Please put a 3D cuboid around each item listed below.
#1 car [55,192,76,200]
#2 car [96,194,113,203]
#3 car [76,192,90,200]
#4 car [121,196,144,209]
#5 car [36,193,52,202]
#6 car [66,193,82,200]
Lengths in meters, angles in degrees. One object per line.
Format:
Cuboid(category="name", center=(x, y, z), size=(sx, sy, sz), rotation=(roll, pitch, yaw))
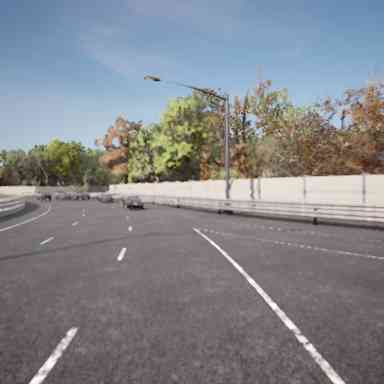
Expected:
Cuboid(category="car", center=(-25.050, 0.857, 64.637), size=(2.033, 1.411, 5.357), rotation=(-1, 1, -38))
Cuboid(category="car", center=(-14.330, 0.999, 54.216), size=(2.128, 1.511, 4.902), rotation=(-1, 1, -29))
Cuboid(category="car", center=(-21.883, 0.797, 66.339), size=(1.837, 1.490, 4.892), rotation=(-1, 1, -38))
Cuboid(category="car", center=(-6.764, 1.168, 37.688), size=(1.994, 1.385, 4.181), rotation=(5, 0, -21))
Cuboid(category="car", center=(-27.859, 0.909, 62.550), size=(1.837, 1.490, 4.892), rotation=(-1, 1, -38))
Cuboid(category="car", center=(-25.476, 0.914, 71.660), size=(2.128, 1.511, 4.902), rotation=(-1, 1, -34))
